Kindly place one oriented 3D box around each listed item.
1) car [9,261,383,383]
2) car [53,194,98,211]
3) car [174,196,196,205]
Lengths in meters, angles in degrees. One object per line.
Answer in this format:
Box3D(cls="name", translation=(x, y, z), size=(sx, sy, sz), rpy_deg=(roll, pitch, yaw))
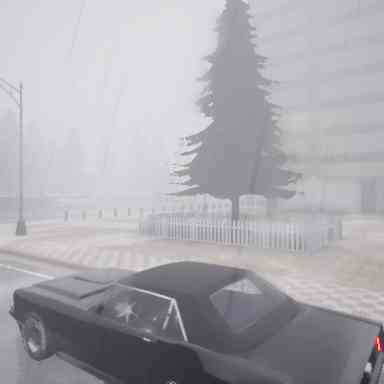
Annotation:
Box3D(cls="car", translation=(-0.329, 1.601, 4.236), size=(4.718, 1.301, 1.895), rpy_deg=(0, 0, 36))
Box3D(cls="car", translation=(-14.618, 1.221, 42.104), size=(2.150, 2.045, 5.566), rpy_deg=(0, 0, 36))
Box3D(cls="car", translation=(-1.229, 1.477, 60.536), size=(1.882, 1.535, 5.008), rpy_deg=(0, 0, 36))
